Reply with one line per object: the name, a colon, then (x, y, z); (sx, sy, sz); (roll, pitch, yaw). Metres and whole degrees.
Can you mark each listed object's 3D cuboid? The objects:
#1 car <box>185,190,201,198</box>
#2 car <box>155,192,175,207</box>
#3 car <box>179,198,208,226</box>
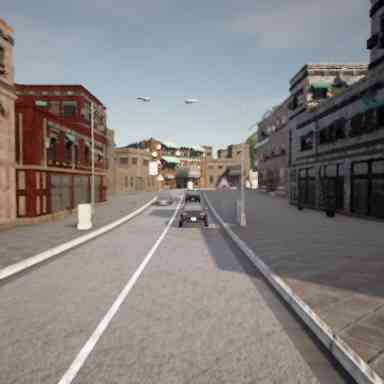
car: (0.089, 0.475, 42.160); (1.882, 1.535, 5.008); (-1, 4, 0)
car: (-3.087, 0.778, 38.182); (1.812, 1.442, 4.674); (0, 4, 0)
car: (0.101, 1.427, 22.533); (1.812, 1.442, 4.674); (0, 1, 0)
